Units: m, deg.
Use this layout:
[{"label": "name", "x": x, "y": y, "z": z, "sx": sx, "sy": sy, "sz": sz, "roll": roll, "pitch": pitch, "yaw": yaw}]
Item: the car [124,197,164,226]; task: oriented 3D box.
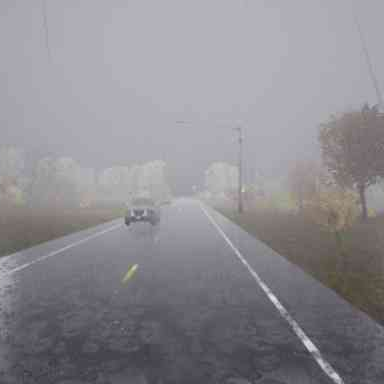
[{"label": "car", "x": -3.607, "y": 1.384, "z": 25.132, "sx": 2.150, "sy": 2.045, "sz": 5.566, "roll": 0, "pitch": 0, "yaw": 0}]

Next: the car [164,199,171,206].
[{"label": "car", "x": -5.154, "y": 2.061, "z": 66.196, "sx": 1.895, "sy": 1.301, "sz": 4.718, "roll": 0, "pitch": 0, "yaw": -7}]
